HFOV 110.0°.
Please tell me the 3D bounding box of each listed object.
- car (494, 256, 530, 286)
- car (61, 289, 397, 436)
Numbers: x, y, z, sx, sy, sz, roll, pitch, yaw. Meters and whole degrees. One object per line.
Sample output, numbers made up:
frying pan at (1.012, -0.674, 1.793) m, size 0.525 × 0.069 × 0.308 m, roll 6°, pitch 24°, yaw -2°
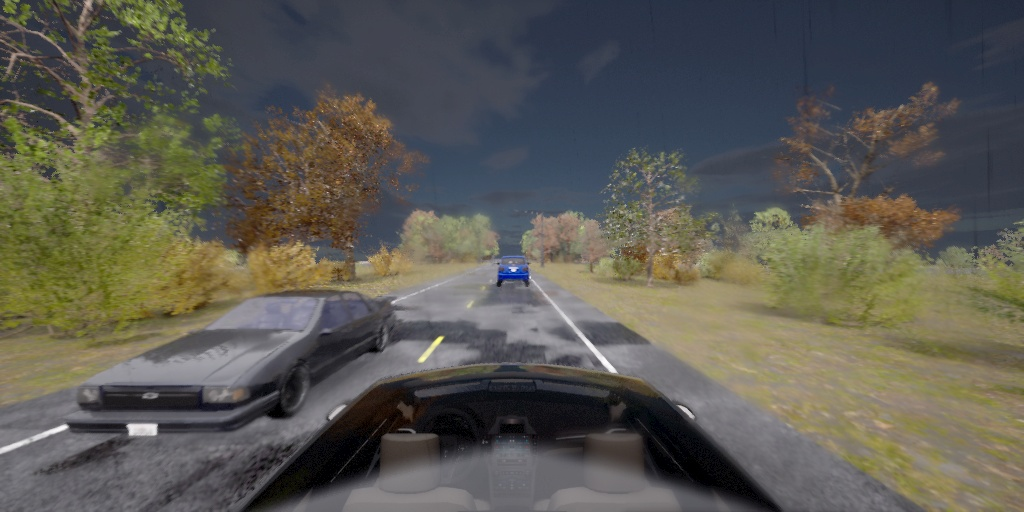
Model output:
car at (0.100, 1.016, 25.759) m, size 2.150 × 2.045 × 5.566 m, roll 0°, pitch 0°, yaw 0°
car at (-3.596, 1.308, 6.153) m, size 2.033 × 1.411 × 5.357 m, roll 0°, pitch 0°, yaw 0°
